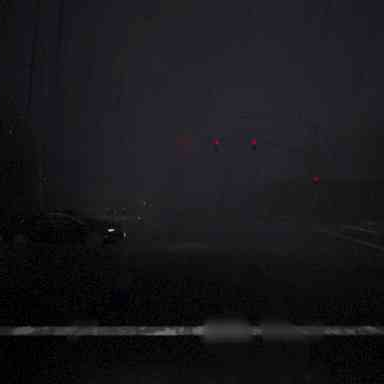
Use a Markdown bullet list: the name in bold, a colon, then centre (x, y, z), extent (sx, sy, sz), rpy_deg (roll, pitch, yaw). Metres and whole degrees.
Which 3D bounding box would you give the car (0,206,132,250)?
- **car**: centre (-5.282, 1.518, 13.892), extent (4.902, 1.511, 2.128), rpy_deg (0, 0, 0)

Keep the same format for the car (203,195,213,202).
- **car**: centre (3.542, 1.378, 74.024), extent (2.128, 1.511, 4.902), rpy_deg (0, 0, 0)

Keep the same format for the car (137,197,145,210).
- **car**: centre (-7.069, 1.473, 42.336), extent (1.882, 1.535, 5.008), rpy_deg (0, 0, 0)

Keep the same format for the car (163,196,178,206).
- **car**: centre (-3.548, 1.485, 55.764), extent (2.128, 1.511, 4.902), rpy_deg (0, 0, 0)

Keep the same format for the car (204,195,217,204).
- **car**: centre (3.536, 1.345, 63.884), extent (2.097, 1.767, 4.553), rpy_deg (0, 0, 0)

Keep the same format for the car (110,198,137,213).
- **car**: centre (-7.075, 1.522, 33.042), extent (1.812, 1.442, 4.674), rpy_deg (0, 0, 0)

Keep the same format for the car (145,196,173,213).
- **car**: centre (-3.567, 1.348, 37.137), extent (2.097, 1.767, 4.553), rpy_deg (0, 0, 0)

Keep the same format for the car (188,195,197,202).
- **car**: centre (0.042, 1.405, 74.026), extent (1.994, 1.385, 4.181), rpy_deg (0, 0, 0)

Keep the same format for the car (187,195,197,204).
- **car**: centre (0.036, 1.498, 63.916), extent (1.837, 1.490, 4.892), rpy_deg (0, 0, 0)

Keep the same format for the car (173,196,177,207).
- **car**: centre (-3.568, 1.559, 45.706), extent (1.994, 1.385, 4.181), rpy_deg (0, 0, 0)

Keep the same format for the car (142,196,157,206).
- **car**: centre (-7.046, 1.498, 55.938), extent (1.837, 1.490, 4.892), rpy_deg (0, 0, 0)
